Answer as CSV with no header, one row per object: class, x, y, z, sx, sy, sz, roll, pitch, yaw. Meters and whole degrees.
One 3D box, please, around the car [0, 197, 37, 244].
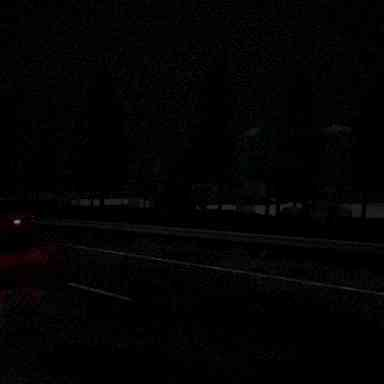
car,-9.140,1.258,14.493,5.566,2.045,2.150,0,0,32
